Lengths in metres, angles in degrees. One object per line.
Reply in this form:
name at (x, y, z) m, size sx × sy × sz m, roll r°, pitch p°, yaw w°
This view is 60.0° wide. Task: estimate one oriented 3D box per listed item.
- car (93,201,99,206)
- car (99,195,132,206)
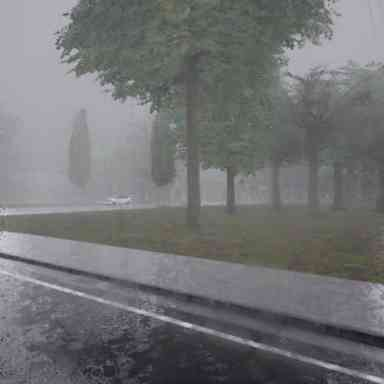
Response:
car at (-16.050, 1.922, 62.113) m, size 1.895 × 1.301 × 4.718 m, roll 0°, pitch 0°, yaw 36°
car at (-13.386, 1.532, 60.279) m, size 2.150 × 2.045 × 5.566 m, roll 0°, pitch 0°, yaw 36°
